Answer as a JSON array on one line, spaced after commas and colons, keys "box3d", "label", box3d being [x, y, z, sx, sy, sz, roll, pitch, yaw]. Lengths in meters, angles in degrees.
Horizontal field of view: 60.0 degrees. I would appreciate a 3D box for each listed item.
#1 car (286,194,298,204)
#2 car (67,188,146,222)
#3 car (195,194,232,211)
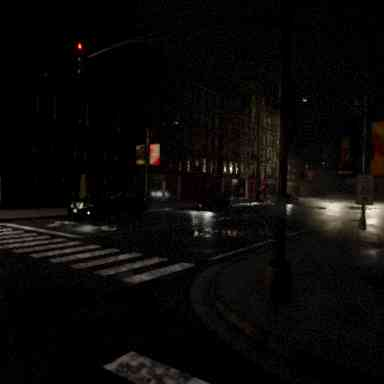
[{"box3d": [14.398, 1.037, 49.627, 1.837, 1.490, 4.892, 2, 1, 35], "label": "car"}, {"box3d": [-5.378, 0.743, 21.911, 2.150, 2.045, 5.566, 2, 1, 33], "label": "car"}, {"box3d": [2.169, 1.025, 32.527, 1.837, 1.490, 4.892, 2, 1, 35], "label": "car"}]
